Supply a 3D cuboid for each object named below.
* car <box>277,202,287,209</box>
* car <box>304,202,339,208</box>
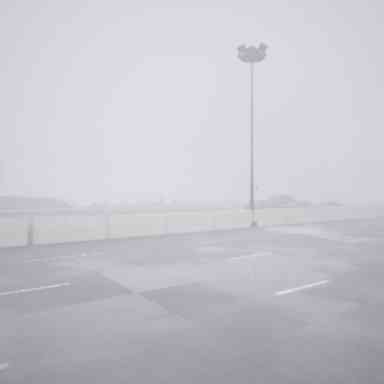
[{"bbox_3d":[12.483,1.676,38.690,5.357,1.411,2.033,1,0,-35],"label":"car"},{"bbox_3d":[14.474,1.676,35.804,5.357,1.411,2.033,1,0,-35],"label":"car"}]
